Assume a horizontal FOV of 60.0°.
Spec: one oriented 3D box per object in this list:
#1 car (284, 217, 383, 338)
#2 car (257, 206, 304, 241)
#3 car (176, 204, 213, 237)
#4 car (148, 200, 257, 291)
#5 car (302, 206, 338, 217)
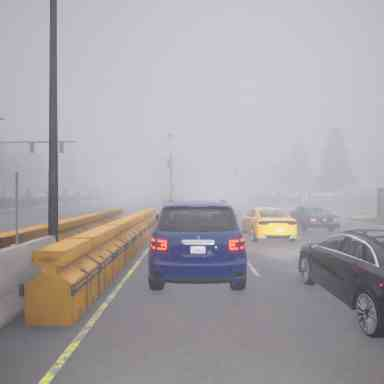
[{"bbox_3d":[3.614,1.492,6.569,2.128,1.511,4.902,0,0,0],"label":"car"},{"bbox_3d":[3.643,1.478,16.411,1.882,1.535,5.008,0,0,0],"label":"car"},{"bbox_3d":[0.151,1.505,19.026,1.837,1.490,4.892,0,0,0],"label":"car"},{"bbox_3d":[0.125,1.222,9.177,2.150,2.045,5.566,0,0,0],"label":"car"},{"bbox_3d":[7.167,1.547,20.349,2.033,1.411,5.357,0,0,1],"label":"car"}]
